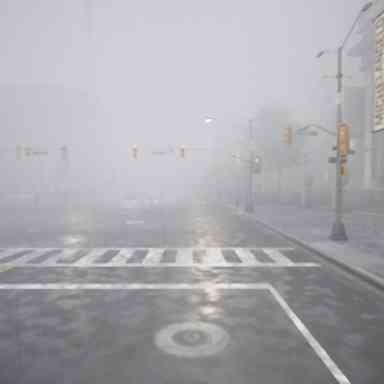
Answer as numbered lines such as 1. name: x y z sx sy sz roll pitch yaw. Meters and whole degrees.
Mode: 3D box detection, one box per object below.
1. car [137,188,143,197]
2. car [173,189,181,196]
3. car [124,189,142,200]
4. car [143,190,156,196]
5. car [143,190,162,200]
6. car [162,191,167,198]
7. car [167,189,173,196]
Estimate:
1. car: -10.502 0.436 72.638 1.882 1.535 5.008 0 1 1
2. car: -4.817 0.043 91.479 2.097 1.767 4.553 0 1 -29
3. car: -10.491 0.675 57.811 1.837 1.490 4.892 0 1 0
4. car: -11.409 0.198 89.020 1.882 1.535 5.008 0 1 -29
5. car: -6.989 0.681 58.829 1.812 1.442 4.674 0 1 0
6. car: -7.039 0.422 73.586 1.882 1.535 5.008 0 1 -3
7. car: -7.475 0.318 89.002 1.895 1.301 4.718 0 1 -25
